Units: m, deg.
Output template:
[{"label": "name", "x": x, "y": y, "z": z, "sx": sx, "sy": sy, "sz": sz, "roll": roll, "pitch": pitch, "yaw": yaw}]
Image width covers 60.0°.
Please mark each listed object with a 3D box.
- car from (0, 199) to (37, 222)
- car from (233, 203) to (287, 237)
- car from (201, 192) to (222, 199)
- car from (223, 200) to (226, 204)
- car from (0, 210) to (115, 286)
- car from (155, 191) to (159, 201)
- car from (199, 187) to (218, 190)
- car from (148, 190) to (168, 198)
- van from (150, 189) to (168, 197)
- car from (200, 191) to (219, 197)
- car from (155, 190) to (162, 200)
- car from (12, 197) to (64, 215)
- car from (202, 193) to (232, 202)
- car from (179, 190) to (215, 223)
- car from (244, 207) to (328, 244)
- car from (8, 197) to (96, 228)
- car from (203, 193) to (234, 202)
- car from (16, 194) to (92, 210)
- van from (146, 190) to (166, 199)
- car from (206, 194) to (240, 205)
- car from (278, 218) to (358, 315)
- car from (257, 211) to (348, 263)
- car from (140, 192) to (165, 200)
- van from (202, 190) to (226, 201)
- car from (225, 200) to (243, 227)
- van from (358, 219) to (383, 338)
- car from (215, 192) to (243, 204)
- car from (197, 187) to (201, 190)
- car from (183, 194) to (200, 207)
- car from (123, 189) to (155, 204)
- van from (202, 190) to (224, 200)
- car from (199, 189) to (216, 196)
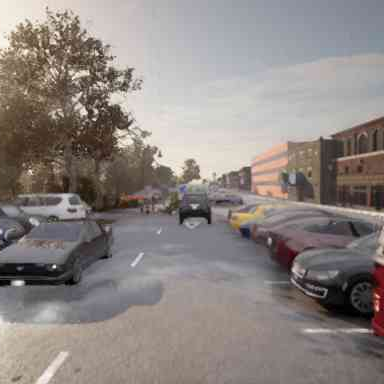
[{"label": "car", "x": -8.582, "y": 1.281, "z": 12.185, "sx": 4.553, "sy": 1.767, "sz": 2.185, "roll": 0, "pitch": 0, "yaw": 0}, {"label": "car", "x": 4.498, "y": 1.418, "z": 15.106, "sx": 4.792, "sy": 1.488, "sz": 2.163, "roll": 0, "pitch": 0, "yaw": 0}, {"label": "car", "x": 4.373, "y": 0.741, "z": 74.967, "sx": 4.674, "sy": 1.452, "sz": 2.002, "roll": 0, "pitch": 1, "yaw": 0}, {"label": "car", "x": 4.507, "y": 1.396, "z": 20.531, "sx": 4.674, "sy": 1.452, "sz": 2.002, "roll": -1, "pitch": 0, "yaw": 0}, {"label": "car", "x": -3.598, "y": 1.489, "z": 9.542, "sx": 2.033, "sy": 1.411, "sz": 5.357, "roll": 0, "pitch": 0, "yaw": 0}, {"label": "car", "x": -8.246, "y": 0.954, "z": 52.202, "sx": 5.008, "sy": 1.535, "sz": 2.097, "roll": 0, "pitch": 0, "yaw": 0}, {"label": "car", "x": 4.372, "y": 0.635, "z": 60.816, "sx": 5.566, "sy": 2.045, "sz": 2.435, "roll": 0, "pitch": 0, "yaw": 0}, {"label": "car", "x": -8.159, "y": 0.435, "z": 80.454, "sx": 4.553, "sy": 1.767, "sz": 2.185, "roll": 0, "pitch": 1, "yaw": 0}, {"label": "van", "x": -8.302, "y": 0.260, "z": 83.397, "sx": 4.442, "sy": 1.987, "sz": 1.878, "roll": 0, "pitch": 2, "yaw": 0}, {"label": "car", "x": 4.383, "y": 0.525, "z": 83.442, "sx": 4.674, "sy": 1.452, "sz": 2.002, "roll": 0, "pitch": 1, "yaw": 0}, {"label": "car", "x": -8.246, "y": 0.909, "z": 57.974, "sx": 4.892, "sy": 1.521, "sz": 2.231, "roll": 0, "pitch": 0, "yaw": 0}, {"label": "car", "x": -8.584, "y": 1.264, "z": 14.970, "sx": 4.553, "sy": 1.767, "sz": 2.185, "roll": 0, "pitch": 0, "yaw": 0}, {"label": "car", "x": 4.333, "y": 0.908, "z": 57.992, "sx": 5.008, "sy": 1.535, "sz": 2.097, "roll": 0, "pitch": 0, "yaw": 0}, {"label": "car", "x": 0.346, "y": 1.083, "z": 23.887, "sx": 2.150, "sy": 2.045, "sz": 5.566, "roll": 0, "pitch": 0, "yaw": 4}, {"label": "car", "x": 4.527, "y": 1.445, "z": 12.323, "sx": 4.674, "sy": 1.452, "sz": 2.002, "roll": 0, "pitch": 0, "yaw": 0}, {"label": "car", "x": -8.526, "y": 1.229, "z": 20.666, "sx": 4.553, "sy": 1.767, "sz": 2.185, "roll": 0, "pitch": 0, "yaw": 0}, {"label": "car", "x": 4.339, "y": 0.931, "z": 55.167, "sx": 5.008, "sy": 1.535, "sz": 2.097, "roll": 0, "pitch": 0, "yaw": 0}, {"label": "car", "x": -8.584, "y": 1.121, "z": 17.879, "sx": 5.566, "sy": 2.045, "sz": 2.435, "roll": 0, "pitch": 0, "yaw": 0}, {"label": "van", "x": -8.084, "y": 0.476, "z": 74.928, "sx": 4.442, "sy": 1.987, "sz": 1.878, "roll": 0, "pitch": 1, "yaw": 0}, {"label": "car", "x": 4.316, "y": 1.038, "z": 46.690, "sx": 4.674, "sy": 1.452, "sz": 2.002, "roll": 0, "pitch": 0, "yaw": 0}, {"label": "car", "x": 4.541, "y": 1.440, "z": 6.756, "sx": 4.892, "sy": 1.521, "sz": 2.231, "roll": 0, "pitch": 0, "yaw": 0}, {"label": "car", "x": 4.561, "y": 1.451, "z": 9.540, "sx": 4.792, "sy": 1.488, "sz": 2.163, "roll": 0, "pitch": 0, "yaw": 0}, {"label": "car", "x": -8.211, "y": 0.816, "z": 69.155, "sx": 5.008, "sy": 1.535, "sz": 2.097, "roll": 0, "pitch": 0, "yaw": 0}, {"label": "van", "x": 4.232, "y": 0.638, "z": 63.642, "sx": 4.442, "sy": 1.987, "sz": 1.878, "roll": 0, "pitch": 0, "yaw": 0}, {"label": "car", "x": 4.710, "y": 1.369, "z": 17.889, "sx": 5.366, "sy": 1.575, "sz": 1.946, "roll": 0, "pitch": 0, "yaw": 0}, {"label": "van", "x": 4.653, "y": 1.230, "z": 3.847, "sx": 4.442, "sy": 1.987, "sz": 1.878, "roll": 0, "pitch": 0, "yaw": 0}, {"label": "car", "x": 4.284, "y": 1.050, "z": 43.863, "sx": 4.792, "sy": 1.488, "sz": 2.163, "roll": 0, "pitch": 0, "yaw": 0}, {"label": "car", "x": 4.362, "y": 0.161, "z": 86.259, "sx": 5.566, "sy": 2.045, "sz": 2.435, "roll": 0, "pitch": 1, "yaw": 0}, {"label": "car", "x": -0.108, "y": 1.073, "z": 42.837, "sx": 1.812, "sy": 1.442, "sz": 4.674, "roll": -1, "pitch": 0, "yaw": -4}, {"label": "car", "x": -8.225, "y": 0.850, "z": 49.502, "sx": 4.553, "sy": 1.767, "sz": 2.185, "roll": 0, "pitch": 0, "yaw": 0}, {"label": "van", "x": 4.243, "y": 0.591, "z": 69.172, "sx": 4.442, "sy": 1.987, "sz": 1.878, "roll": 0, "pitch": 1, "yaw": 0}, {"label": "car", "x": 4.370, "y": 0.143, "z": 91.912, "sx": 4.553, "sy": 1.767, "sz": 2.185, "roll": 0, "pitch": 1, "yaw": 0}]
